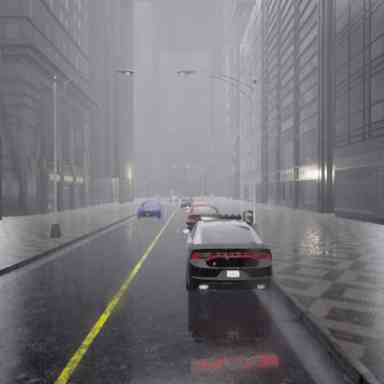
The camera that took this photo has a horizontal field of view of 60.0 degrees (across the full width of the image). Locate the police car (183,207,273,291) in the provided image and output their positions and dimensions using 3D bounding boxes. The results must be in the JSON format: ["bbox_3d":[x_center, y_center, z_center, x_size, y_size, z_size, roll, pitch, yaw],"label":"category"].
[{"bbox_3d":[0.787,1.424,9.188,1.930,1.638,5.238,0,0,-1],"label":"police car"}]

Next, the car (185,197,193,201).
[{"bbox_3d":[0.591,1.451,25.267,1.801,1.575,5.366,0,0,-1],"label":"car"}]

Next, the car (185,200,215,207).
[{"bbox_3d":[0.666,1.475,19.077,1.882,1.535,5.008,0,0,-1],"label":"car"}]

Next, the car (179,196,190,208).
[{"bbox_3d":[-0.557,1.595,46.676,1.895,1.301,4.718,0,0,0],"label":"car"}]

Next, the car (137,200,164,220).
[{"bbox_3d":[-3.445,1.473,28.208,1.882,1.535,5.008,0,0,-1],"label":"car"}]

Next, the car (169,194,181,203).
[{"bbox_3d":[-3.842,1.514,69.136,2.128,1.511,4.902,0,0,-1],"label":"car"}]
